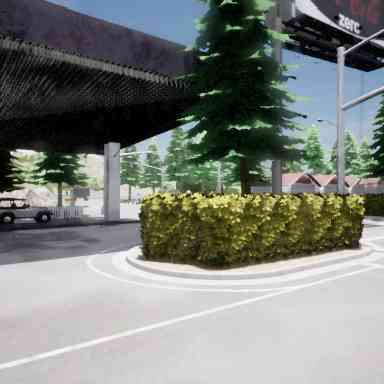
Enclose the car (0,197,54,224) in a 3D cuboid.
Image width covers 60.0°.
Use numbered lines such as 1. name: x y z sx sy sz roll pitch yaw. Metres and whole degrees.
1. car: -11.983 1.313 23.471 3.866 1.878 1.905 0 0 -36
